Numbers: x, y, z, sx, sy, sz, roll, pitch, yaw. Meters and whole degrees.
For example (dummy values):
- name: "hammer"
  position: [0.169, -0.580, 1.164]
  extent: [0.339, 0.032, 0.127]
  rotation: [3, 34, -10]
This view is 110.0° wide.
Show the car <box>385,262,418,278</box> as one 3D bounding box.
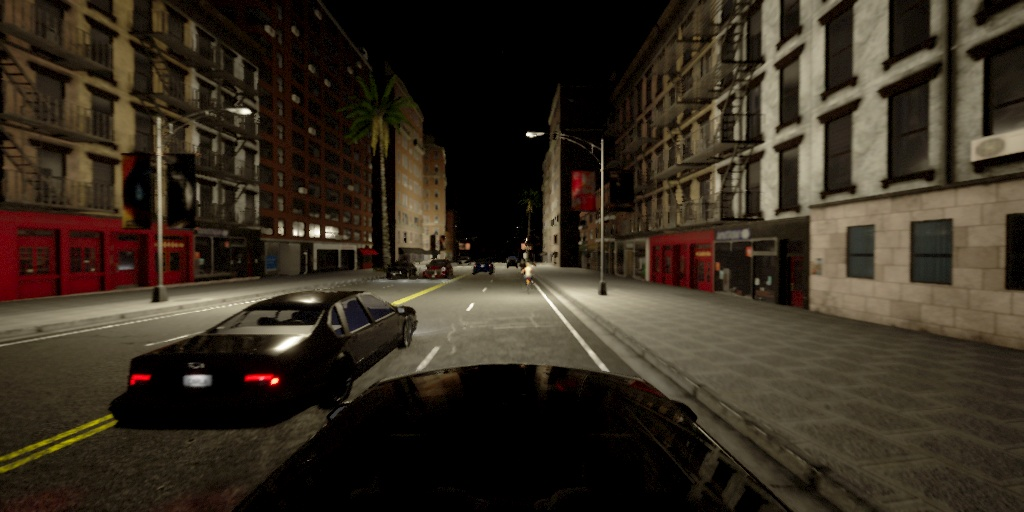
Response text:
- name: "car"
  position: [-9.836, 1.263, 32.375]
  extent: [1.837, 1.490, 4.892]
  rotation: [0, 0, 0]

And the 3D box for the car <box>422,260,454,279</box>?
- name: "car"
  position: [-6.586, 1.109, 32.267]
  extent: [2.097, 1.767, 4.553]
  rotation: [0, 0, 0]

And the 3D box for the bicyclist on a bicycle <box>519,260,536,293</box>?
- name: "bicyclist on a bicycle"
  position: [0.880, 1.185, 19.679]
  extent: [0.866, 1.612, 1.509]
  rotation: [0, 0, 0]

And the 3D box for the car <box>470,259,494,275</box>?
- name: "car"
  position: [-3.141, 1.124, 40.472]
  extent: [2.097, 1.767, 4.553]
  rotation: [0, 0, 0]

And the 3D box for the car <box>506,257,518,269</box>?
- name: "car"
  position: [0.061, 1.329, 59.979]
  extent: [1.837, 1.490, 4.892]
  rotation: [0, 0, 1]

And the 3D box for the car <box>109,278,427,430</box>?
- name: "car"
  position: [-3.148, 1.295, 6.099]
  extent: [2.033, 1.411, 5.357]
  rotation: [0, 0, 0]
